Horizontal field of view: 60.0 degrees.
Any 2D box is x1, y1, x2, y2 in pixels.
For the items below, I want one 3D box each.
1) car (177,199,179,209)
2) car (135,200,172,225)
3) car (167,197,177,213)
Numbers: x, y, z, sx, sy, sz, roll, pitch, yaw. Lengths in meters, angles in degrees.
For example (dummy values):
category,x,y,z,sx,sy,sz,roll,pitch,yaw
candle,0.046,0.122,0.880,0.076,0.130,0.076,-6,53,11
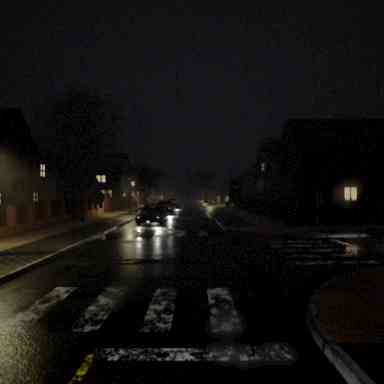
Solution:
category,x,y,z,sx,sy,sz,roll,pitch,yaw
car,-2.862,1.554,47.863,1.882,1.535,5.008,0,0,0
car,-2.861,1.560,24.346,2.033,1.411,5.357,0,0,0
car,-2.866,1.552,34.380,1.812,1.442,4.674,0,0,0
